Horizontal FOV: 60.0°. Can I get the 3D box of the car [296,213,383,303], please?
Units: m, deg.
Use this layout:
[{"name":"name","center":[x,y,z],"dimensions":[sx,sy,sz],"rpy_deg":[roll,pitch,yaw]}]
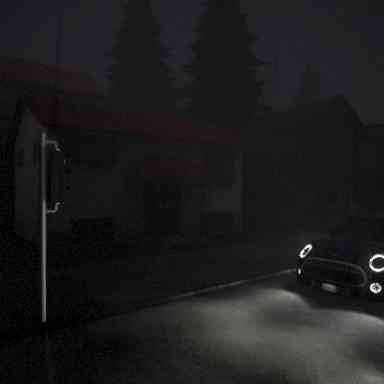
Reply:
[{"name":"car","center":[4.561,1.333,8.051],"dimensions":[4.553,1.767,2.097],"rpy_deg":[0,0,-37]}]
